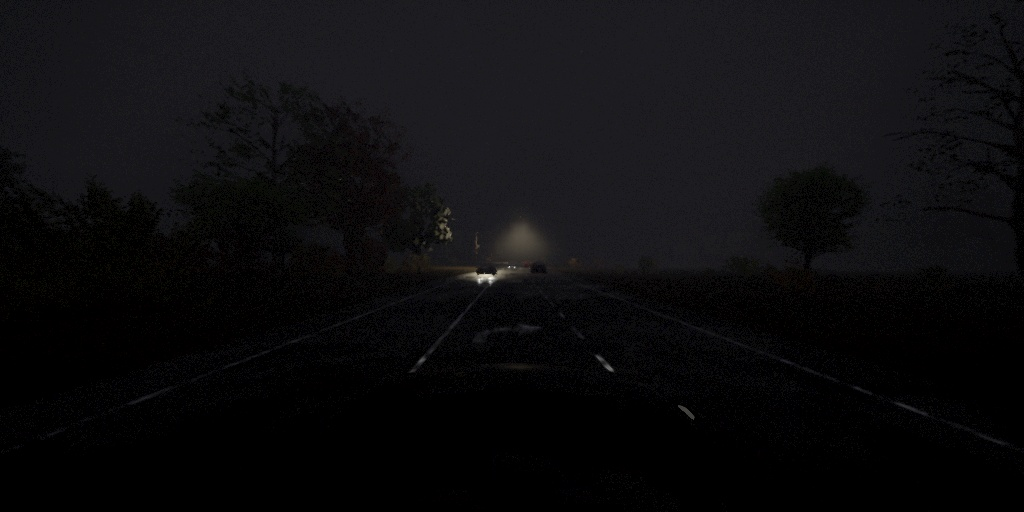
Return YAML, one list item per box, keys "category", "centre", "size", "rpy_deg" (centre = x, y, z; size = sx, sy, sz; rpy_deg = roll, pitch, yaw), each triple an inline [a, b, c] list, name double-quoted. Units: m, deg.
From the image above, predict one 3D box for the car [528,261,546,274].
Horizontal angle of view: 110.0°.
- category: "car"
  centre: [3.477, 1.551, 47.788]
  size: [1.882, 1.535, 5.008]
  rpy_deg: [0, 0, 0]

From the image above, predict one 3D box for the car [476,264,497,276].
- category: "car"
  centre: [-2.900, 1.607, 41.896]
  size: [1.994, 1.385, 4.181]
  rpy_deg: [0, 0, 5]
